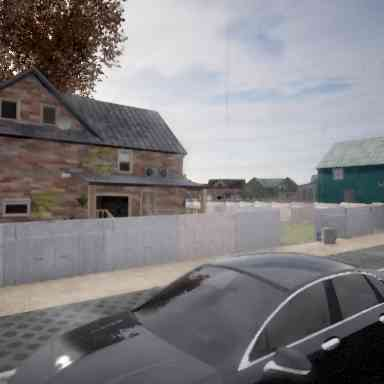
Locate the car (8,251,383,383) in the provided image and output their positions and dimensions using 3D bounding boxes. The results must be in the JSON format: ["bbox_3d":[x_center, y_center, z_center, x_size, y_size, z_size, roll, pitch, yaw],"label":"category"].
[{"bbox_3d":[0.725,1.507,3.582,4.892,1.490,1.837,1,0,-35],"label":"car"}]
